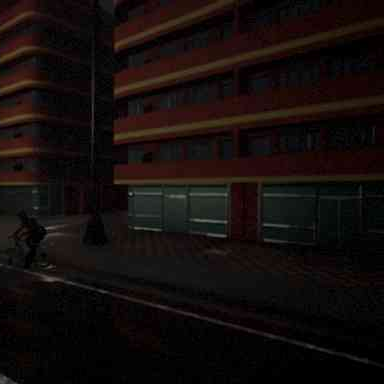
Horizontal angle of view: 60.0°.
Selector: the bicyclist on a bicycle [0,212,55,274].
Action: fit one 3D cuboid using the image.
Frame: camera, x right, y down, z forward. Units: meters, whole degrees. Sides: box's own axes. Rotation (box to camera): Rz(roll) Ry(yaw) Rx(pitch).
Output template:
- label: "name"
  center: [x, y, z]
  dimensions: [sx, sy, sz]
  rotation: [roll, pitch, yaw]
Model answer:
- label: "bicyclist on a bicycle"
  center: [-4.515, 1.362, 9.148]
  dimensions: [0.582, 1.620, 1.656]
  rotation: [0, 0, 35]
